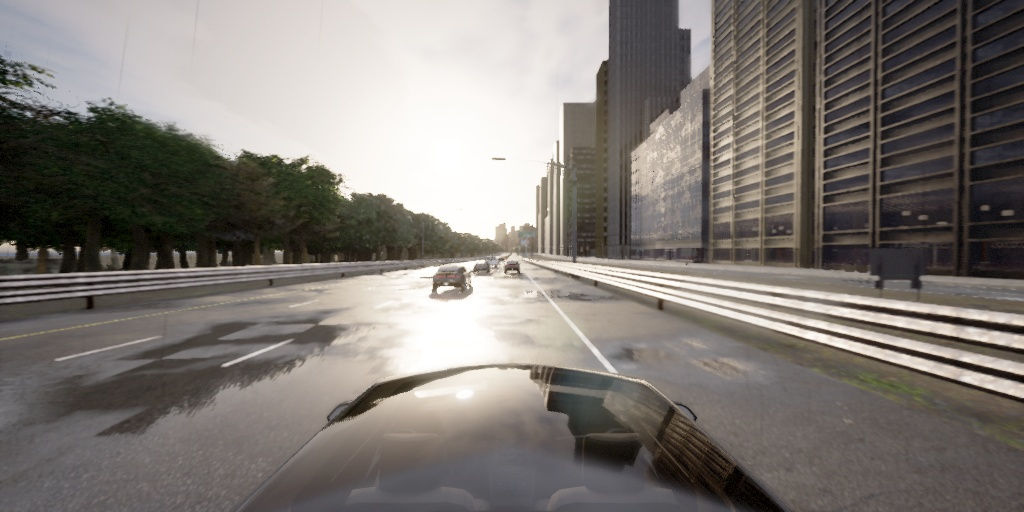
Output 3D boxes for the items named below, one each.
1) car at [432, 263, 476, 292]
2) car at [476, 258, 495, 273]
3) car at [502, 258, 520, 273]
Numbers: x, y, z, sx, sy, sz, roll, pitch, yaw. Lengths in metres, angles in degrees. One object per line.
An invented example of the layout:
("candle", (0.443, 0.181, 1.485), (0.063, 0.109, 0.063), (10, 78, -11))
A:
("car", (-3.516, 1.270, 21.546), (1.837, 1.490, 4.892), (0, 0, 0))
("car", (-3.583, 1.284, 43.542), (2.128, 1.511, 4.902), (0, 0, 0))
("car", (0.016, 1.298, 44.758), (1.837, 1.490, 4.892), (0, 0, 0))
